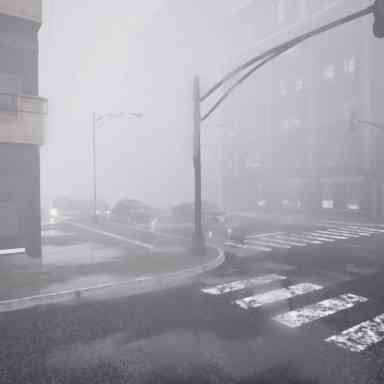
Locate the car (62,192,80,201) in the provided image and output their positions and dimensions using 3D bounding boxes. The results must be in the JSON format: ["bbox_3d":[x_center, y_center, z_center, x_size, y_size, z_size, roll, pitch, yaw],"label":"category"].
[{"bbox_3d":[-25.182,0.936,69.183,2.192,1.841,5.009,-1,1,-35],"label":"car"}]

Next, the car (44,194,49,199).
[{"bbox_3d":[-34.978,1.076,83.343,1.752,1.417,4.829,-1,1,-35],"label":"car"}]

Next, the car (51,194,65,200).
[{"bbox_3d":[-31.648,1.125,78.531,2.008,1.369,4.403,-1,1,-35],"label":"car"}]

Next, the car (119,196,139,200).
[{"bbox_3d":[-5.476,1.374,30.537,1.882,1.535,5.008,-1,1,-35],"label":"car"}]

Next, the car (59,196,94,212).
[{"bbox_3d":[-12.666,1.449,36.379,2.008,1.369,4.403,-1,1,-35],"label":"car"}]

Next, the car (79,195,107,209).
[{"bbox_3d":[-11.477,1.397,39.221,2.033,1.411,5.357,-1,1,-35],"label":"car"}]

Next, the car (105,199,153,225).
[{"bbox_3d":[-4.401,1.509,24.210,1.887,1.381,4.507,-1,1,-35],"label":"car"}]

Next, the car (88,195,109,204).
[{"bbox_3d":[-15.576,1.217,55.307,1.752,1.417,4.829,-1,1,-35],"label":"car"}]

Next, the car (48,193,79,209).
[{"bbox_3d":[-15.900,1.313,41.051,1.967,1.590,4.097,-1,1,-35],"label":"car"}]

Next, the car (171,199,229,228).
[{"bbox_3d":[0.408,1.434,22.031,2.128,1.511,4.902,-1,1,-35],"label":"car"}]

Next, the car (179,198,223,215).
[{"bbox_3d":[0.773,1.360,31.866,1.887,1.381,4.507,-1,1,-35],"label":"car"}]

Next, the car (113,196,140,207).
[{"bbox_3d":[-9.108,1.266,45.962,1.752,1.417,4.829,-1,1,-35],"label":"car"}]
